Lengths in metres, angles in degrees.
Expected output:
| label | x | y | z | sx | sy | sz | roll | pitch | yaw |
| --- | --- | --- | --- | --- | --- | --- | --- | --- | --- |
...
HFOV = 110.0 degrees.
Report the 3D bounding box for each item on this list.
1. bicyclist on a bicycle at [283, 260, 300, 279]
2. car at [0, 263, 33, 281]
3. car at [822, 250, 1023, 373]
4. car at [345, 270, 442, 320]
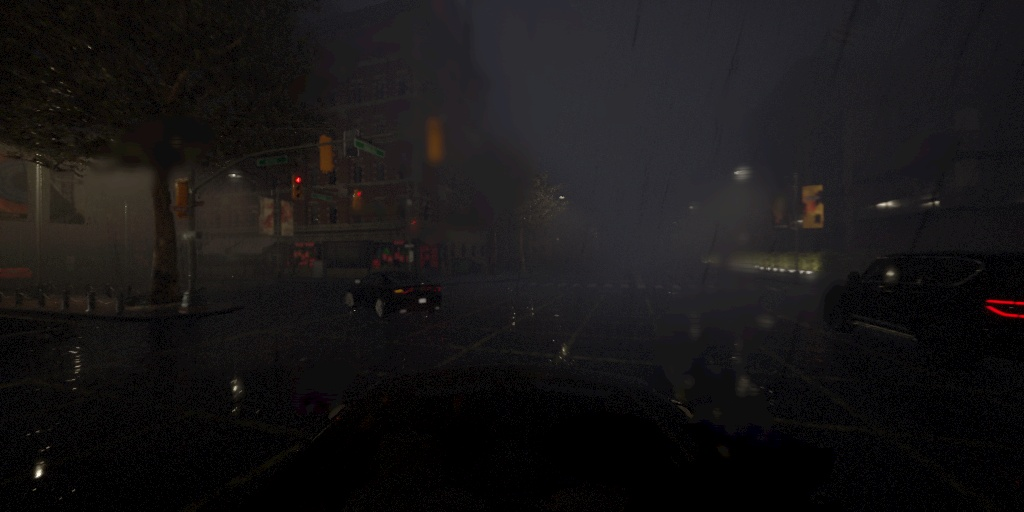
| label | x | y | z | sx | sy | sz | roll | pitch | yaw |
| --- | --- | --- | --- | --- | --- | --- | --- | --- | --- |
| bicyclist on a bicycle | -19.562 | 1.175 | 31.794 | 0.582 | 1.620 | 1.656 | 0 | 0 | 19 |
| car | -45.770 | 1.392 | 32.253 | 4.553 | 1.767 | 2.097 | 0 | 0 | 19 |
| car | 8.740 | 0.916 | 7.224 | 2.150 | 2.045 | 5.566 | 0 | 0 | 18 |
| car | -4.436 | 1.256 | 13.056 | 1.882 | 1.535 | 5.008 | 1 | -1 | -41 |
